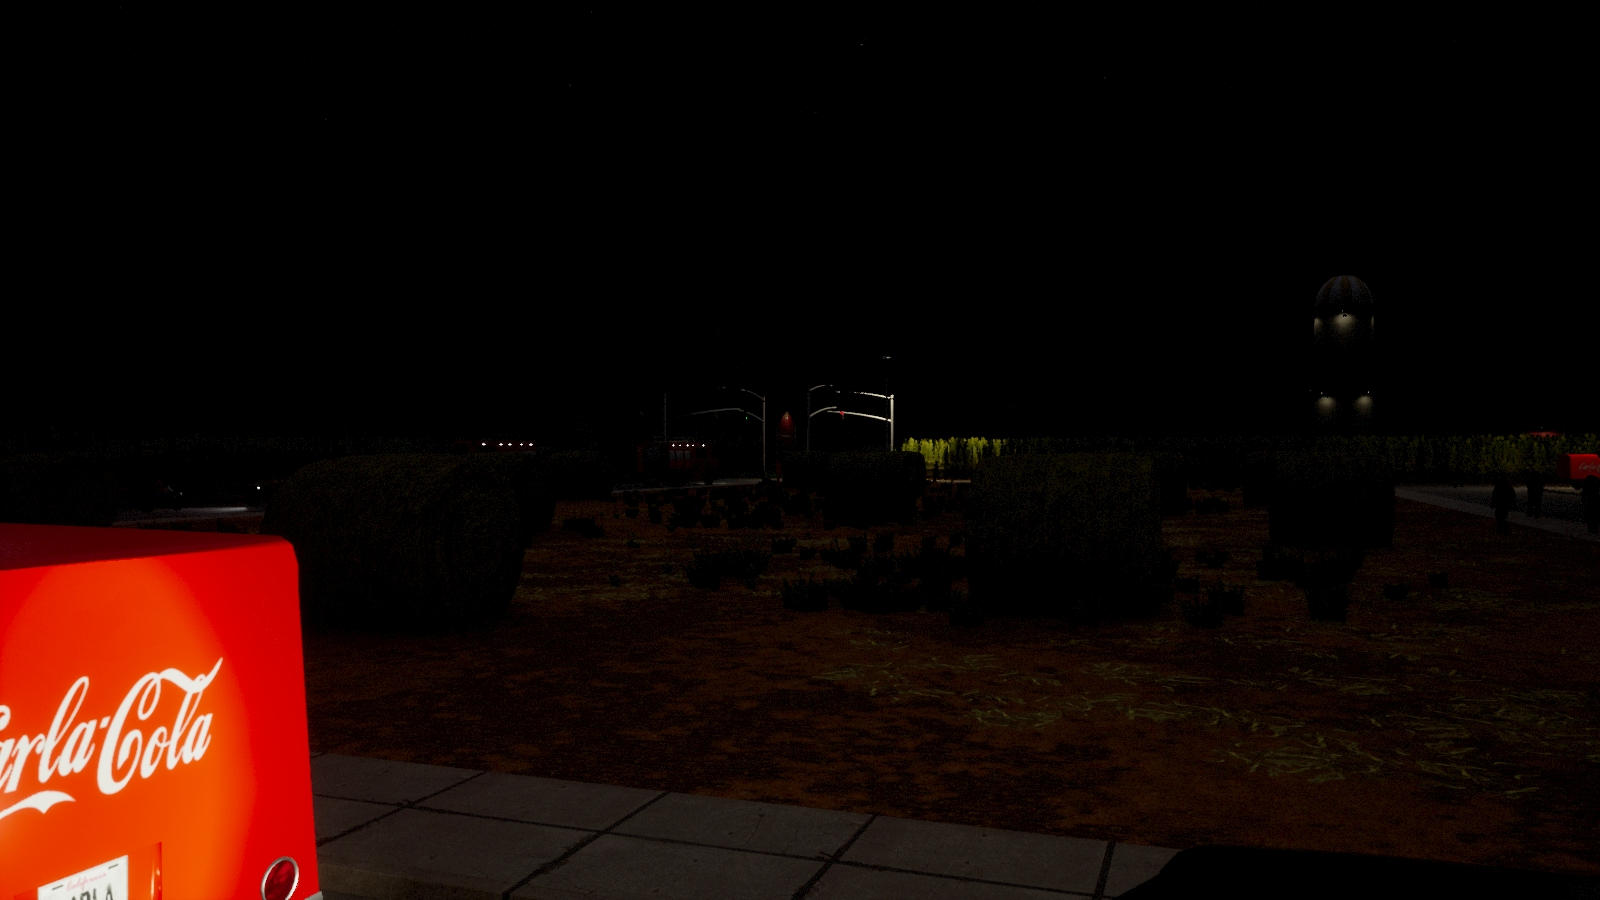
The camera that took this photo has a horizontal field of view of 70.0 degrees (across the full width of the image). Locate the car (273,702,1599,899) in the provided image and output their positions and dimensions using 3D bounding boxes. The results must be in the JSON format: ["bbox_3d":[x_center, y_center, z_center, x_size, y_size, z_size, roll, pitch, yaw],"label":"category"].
[{"bbox_3d":[1.269,1.906,2.870,4.553,1.767,2.097,0,0,20],"label":"car"}]

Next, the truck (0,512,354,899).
[{"bbox_3d":[-5.033,1.573,5.132,5.204,2.467,2.627,0,0,20],"label":"truck"}]

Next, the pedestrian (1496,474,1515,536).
[{"bbox_3d":[21.311,1.666,34.516,0.375,1.860,0.375,0,0,4],"label":"pedestrian"}]

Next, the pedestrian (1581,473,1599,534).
[{"bbox_3d":[24.613,1.665,35.561,0.375,1.860,0.375,0,0,9],"label":"pedestrian"}]
